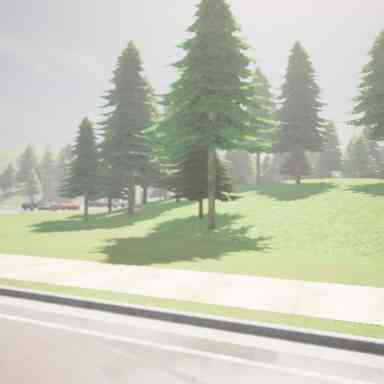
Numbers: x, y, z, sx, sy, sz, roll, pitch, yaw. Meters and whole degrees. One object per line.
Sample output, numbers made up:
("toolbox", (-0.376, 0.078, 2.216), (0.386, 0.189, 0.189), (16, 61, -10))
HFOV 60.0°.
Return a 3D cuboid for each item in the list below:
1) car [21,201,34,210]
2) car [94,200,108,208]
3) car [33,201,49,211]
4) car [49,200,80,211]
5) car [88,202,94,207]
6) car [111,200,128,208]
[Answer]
("car", (-26.822, 2.316, 57.005), (2.128, 1.511, 4.902), (0, -1, 23))
("car", (-17.535, 2.572, 70.249), (2.033, 1.411, 5.357), (0, -1, 23))
("car", (-23.579, 2.429, 55.689), (1.895, 1.301, 4.718), (0, -1, 23))
("car", (-20.368, 2.163, 54.296), (2.097, 1.767, 4.553), (0, -1, 23))
("car", (-20.778, 2.401, 71.566), (2.097, 1.767, 4.553), (0, -1, 23))
("car", (-14.290, 2.244, 68.940), (2.150, 2.045, 5.566), (0, -1, 23))
